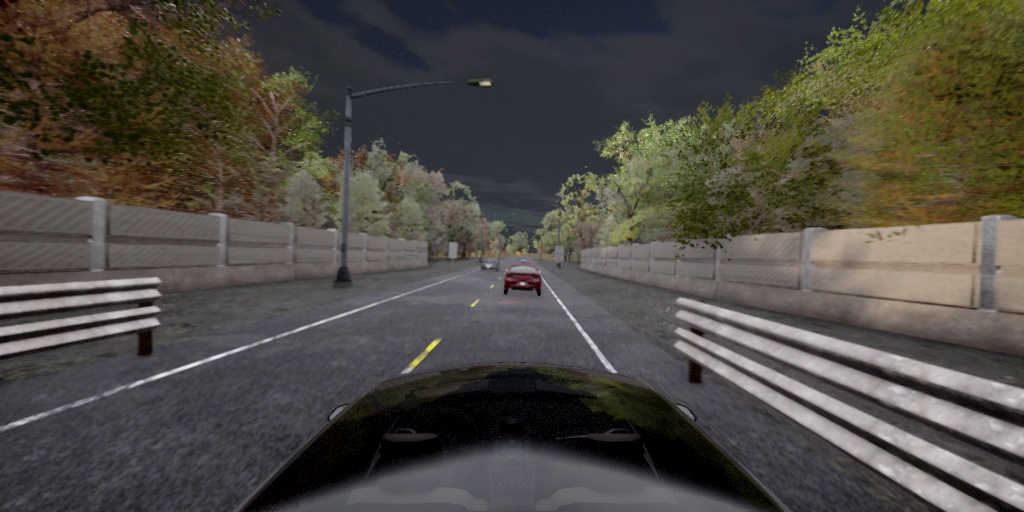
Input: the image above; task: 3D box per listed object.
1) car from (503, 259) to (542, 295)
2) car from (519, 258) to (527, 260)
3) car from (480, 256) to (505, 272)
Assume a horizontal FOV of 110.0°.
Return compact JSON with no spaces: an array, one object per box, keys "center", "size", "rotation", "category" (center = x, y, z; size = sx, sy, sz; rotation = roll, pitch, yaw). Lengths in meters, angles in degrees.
[{"center":[0.581,1.149,19.515],"size":[1.882,1.535,5.008],"rotation":[2,0,2],"category":"car"},{"center":[1.576,1.034,52.272],"size":[1.812,1.442,4.674],"rotation":[2,1,2],"category":"car"},{"center":[-2.390,0.926,40.440],"size":[2.128,1.511,4.902],"rotation":[3,0,2],"category":"car"}]
